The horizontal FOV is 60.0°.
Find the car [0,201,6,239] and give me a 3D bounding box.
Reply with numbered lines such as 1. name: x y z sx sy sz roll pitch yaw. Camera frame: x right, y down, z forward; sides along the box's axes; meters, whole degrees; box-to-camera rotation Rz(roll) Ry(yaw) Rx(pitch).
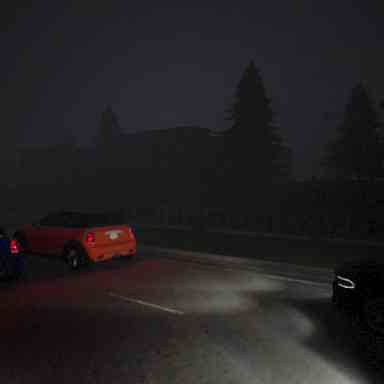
1. car: -11.337 1.336 16.354 4.553 1.767 2.097 0 0 36

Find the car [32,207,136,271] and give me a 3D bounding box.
1. car: -4.067 1.344 11.190 4.553 1.767 2.097 0 0 36

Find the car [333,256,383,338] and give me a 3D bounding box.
1. car: 4.770 1.479 4.891 5.008 1.535 1.882 0 0 36

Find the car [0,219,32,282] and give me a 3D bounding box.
1. car: -6.396 1.343 8.552 4.553 1.767 2.097 0 0 36
